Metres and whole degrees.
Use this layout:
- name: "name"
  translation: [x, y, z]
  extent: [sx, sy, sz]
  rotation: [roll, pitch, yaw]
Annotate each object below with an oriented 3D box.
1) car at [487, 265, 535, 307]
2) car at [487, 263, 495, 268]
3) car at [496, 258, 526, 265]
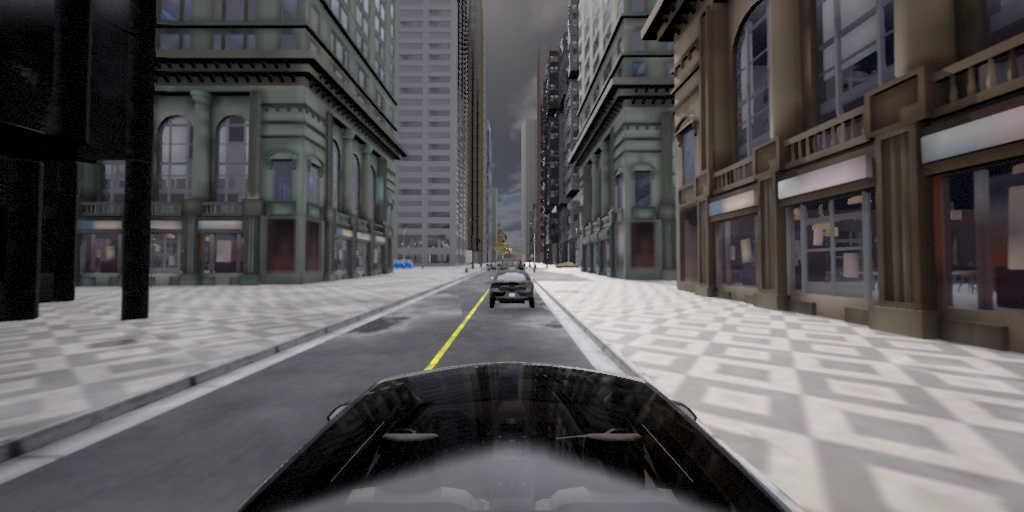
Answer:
- name: "car"
  translation: [0.012, 1.363, 16.331]
  extent: [1.882, 1.535, 5.008]
  rotation: [0, 0, 0]
- name: "car"
  translation: [-2.988, 1.814, 59.289]
  extent: [1.994, 1.385, 4.181]
  rotation: [0, -1, 0]
- name: "car"
  translation: [0.010, 1.229, 30.880]
  extent: [2.150, 2.045, 5.566]
  rotation: [0, 0, 0]
